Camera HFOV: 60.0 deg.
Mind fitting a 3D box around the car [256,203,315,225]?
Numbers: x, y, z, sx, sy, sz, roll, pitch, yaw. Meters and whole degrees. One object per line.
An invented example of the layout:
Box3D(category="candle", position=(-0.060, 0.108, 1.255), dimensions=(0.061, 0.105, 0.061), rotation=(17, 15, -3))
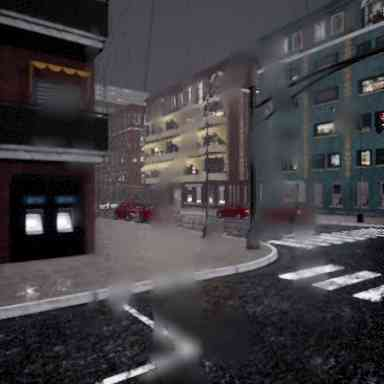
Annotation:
Box3D(category="car", position=(7.169, 1.559, 25.457), dimensions=(1.967, 1.590, 4.097), rotation=(-1, 0, -35))

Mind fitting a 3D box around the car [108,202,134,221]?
Box3D(category="car", position=(-5.646, 1.854, 29.993), dimensions=(1.802, 1.307, 4.206), rotation=(-1, 0, -35))

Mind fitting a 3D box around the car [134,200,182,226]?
Box3D(category="car", position=(-2.463, 1.644, 25.451), dimensions=(1.967, 1.590, 4.097), rotation=(-1, 0, -35))

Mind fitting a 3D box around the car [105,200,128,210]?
Box3D(category="car", position=(-11.952, 2.078, 52.707), dimensions=(2.008, 1.369, 4.403), rotation=(-1, 0, -35))

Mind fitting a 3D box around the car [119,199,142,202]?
Box3D(category="car", position=(-5.268, 1.779, 33.765), dimensions=(1.882, 1.535, 5.008), rotation=(0, -1, -35))

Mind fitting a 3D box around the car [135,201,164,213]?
Box3D(category="car", position=(-5.580, 1.957, 43.622), dimensions=(1.947, 1.339, 4.313), rotation=(-1, 0, -35))

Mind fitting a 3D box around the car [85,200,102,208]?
Box3D(category="car", position=(-18.324, 2.244, 61.792), dimensions=(1.802, 1.307, 4.206), rotation=(-1, 0, -35))

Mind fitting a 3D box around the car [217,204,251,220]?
Box3D(category="car", position=(3.982, 1.769, 29.997), dimensions=(1.802, 1.307, 4.206), rotation=(-1, 0, -35))

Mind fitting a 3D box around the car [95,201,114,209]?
Box3D(category="car", position=(-15.138, 2.176, 57.250), dimensions=(1.802, 1.307, 4.206), rotation=(-1, 0, -35))

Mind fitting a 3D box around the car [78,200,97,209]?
Box3D(category="car", position=(-17.879, 2.140, 56.705), dimensions=(1.812, 1.442, 4.674), rotation=(0, -1, -35))

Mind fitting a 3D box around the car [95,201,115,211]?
Box3D(category="car", position=(-12.171, 2.019, 48.636), dimensions=(1.812, 1.442, 4.674), rotation=(0, -1, -35))

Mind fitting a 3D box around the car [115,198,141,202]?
Box3D(category="car", position=(-8.771, 1.774, 48.165), dimensions=(2.192, 1.841, 5.009), rotation=(-1, 0, -35))
